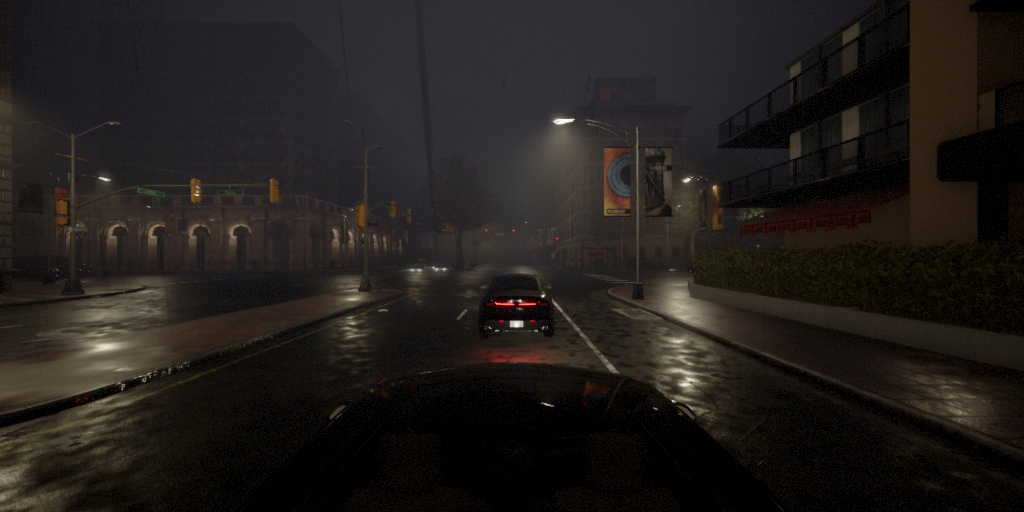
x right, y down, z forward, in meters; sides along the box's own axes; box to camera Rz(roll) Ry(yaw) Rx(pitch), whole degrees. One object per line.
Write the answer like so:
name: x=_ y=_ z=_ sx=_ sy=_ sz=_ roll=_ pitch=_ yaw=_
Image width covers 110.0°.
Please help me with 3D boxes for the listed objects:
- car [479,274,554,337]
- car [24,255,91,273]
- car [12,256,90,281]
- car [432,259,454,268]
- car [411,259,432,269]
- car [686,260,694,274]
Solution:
car: x=0.117 y=1.255 z=10.339 sx=1.837 sy=1.490 sz=4.892 roll=0 pitch=0 yaw=0
car: x=-41.724 y=0.971 z=32.429 sx=5.566 sy=2.045 sz=2.150 roll=0 pitch=0 yaw=0
car: x=-37.743 y=1.102 z=28.923 sx=4.553 sy=1.767 sz=2.097 roll=0 pitch=0 yaw=0
car: x=-11.302 y=1.314 z=58.747 sx=1.994 sy=1.385 sz=4.181 roll=0 pitch=0 yaw=0
car: x=-14.808 y=1.241 z=57.978 sx=2.128 sy=1.511 sz=4.902 roll=0 pitch=0 yaw=0
car: x=21.899 y=1.351 z=39.579 sx=4.718 sy=1.301 sz=1.895 roll=0 pitch=0 yaw=0
